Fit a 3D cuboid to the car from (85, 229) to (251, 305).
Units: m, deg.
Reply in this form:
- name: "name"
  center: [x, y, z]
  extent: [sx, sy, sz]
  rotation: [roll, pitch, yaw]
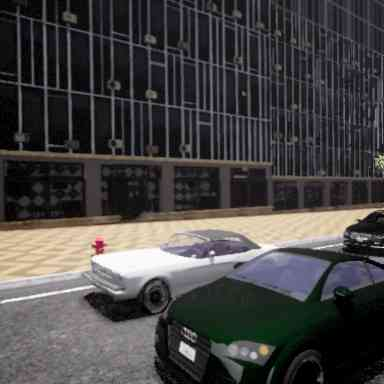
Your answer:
- name: "car"
  center: [0.078, 1.587, 7.710]
  extent: [4.718, 1.301, 1.895]
  rotation: [0, 0, -35]

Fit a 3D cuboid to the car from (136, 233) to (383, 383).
- name: "car"
  center: [1.582, 1.552, 4.785]
  extent: [4.181, 1.385, 1.994]
  rotation: [0, 0, -35]

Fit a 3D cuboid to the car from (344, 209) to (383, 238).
- name: "car"
  center: [7.962, 1.461, 13.246]
  extent: [4.892, 1.490, 1.837]
  rotation: [0, 0, -35]
